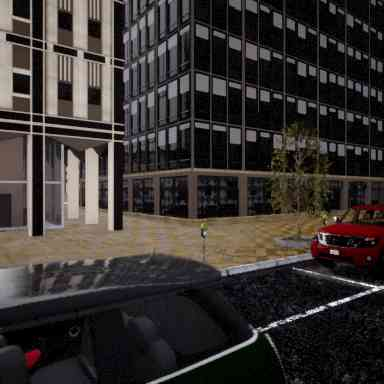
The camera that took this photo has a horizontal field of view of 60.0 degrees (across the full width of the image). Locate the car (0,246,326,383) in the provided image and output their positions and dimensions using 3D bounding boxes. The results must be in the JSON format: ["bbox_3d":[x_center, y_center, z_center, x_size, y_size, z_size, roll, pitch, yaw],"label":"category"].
[{"bbox_3d":[-1.481,1.352,2.024,4.553,1.767,2.097,0,0,-35],"label":"car"}]

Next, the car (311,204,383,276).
[{"bbox_3d":[5.917,1.314,10.516,5.009,1.841,2.192,0,0,-36],"label":"car"}]
